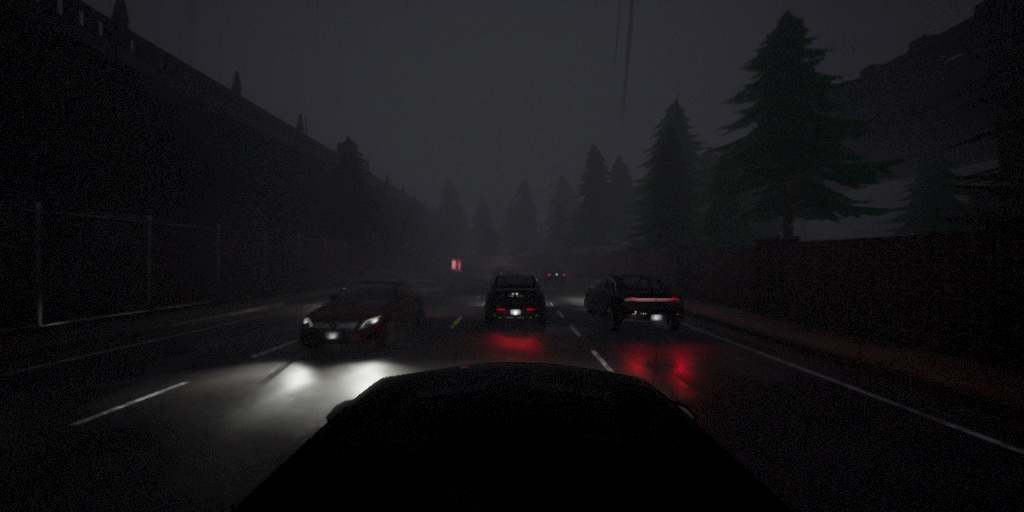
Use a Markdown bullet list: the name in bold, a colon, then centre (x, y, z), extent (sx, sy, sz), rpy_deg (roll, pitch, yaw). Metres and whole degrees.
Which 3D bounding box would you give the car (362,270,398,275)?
- **car**: centre (-7.060, 1.459, 19.174), extent (2.033, 1.411, 5.357), rpy_deg (0, -1, 1)

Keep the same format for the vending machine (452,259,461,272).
- **vending machine**: centre (-8.377, 1.427, 53.893), extent (0.880, 2.100, 1.100), rpy_deg (0, 0, 24)

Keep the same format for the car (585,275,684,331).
- **car**: centre (3.599, 1.331, 11.335), extent (2.128, 1.511, 4.902), rpy_deg (0, 0, 0)

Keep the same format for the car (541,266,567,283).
- **car**: centre (3.399, 1.568, 31.126), extent (2.033, 1.411, 5.357), rpy_deg (0, -1, -4)

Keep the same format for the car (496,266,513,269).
- **car**: centre (-0.810, 1.657, 34.896), extent (1.895, 1.301, 4.718), rpy_deg (0, -1, -12)

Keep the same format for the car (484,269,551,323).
- **car**: centre (0.100, 1.354, 12.490), extent (1.837, 1.490, 4.892), rpy_deg (0, -1, 0)

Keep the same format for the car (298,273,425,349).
- **car**: centre (-3.599, 1.348, 9.518), extent (1.812, 1.442, 4.674), rpy_deg (0, -1, 0)
